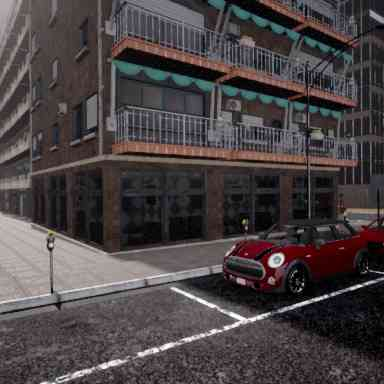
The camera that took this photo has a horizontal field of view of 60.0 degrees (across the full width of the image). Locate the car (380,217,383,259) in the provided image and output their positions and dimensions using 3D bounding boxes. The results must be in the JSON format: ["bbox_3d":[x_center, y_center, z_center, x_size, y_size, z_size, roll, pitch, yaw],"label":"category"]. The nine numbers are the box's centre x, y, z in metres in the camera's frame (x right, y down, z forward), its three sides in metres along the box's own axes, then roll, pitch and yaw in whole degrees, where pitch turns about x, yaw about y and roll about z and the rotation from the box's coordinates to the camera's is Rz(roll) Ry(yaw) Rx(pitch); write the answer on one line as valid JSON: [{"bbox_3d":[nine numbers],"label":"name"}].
[{"bbox_3d":[7.198,1.543,11.687,4.507,1.381,1.887,0,-1,-35],"label":"car"}]

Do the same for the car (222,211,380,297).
[{"bbox_3d":[2.697,1.439,8.485,4.097,1.590,1.967,0,-1,-35],"label":"car"}]

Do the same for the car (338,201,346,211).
[{"bbox_3d":[16.482,1.745,40.570,1.967,1.590,4.097,-2,0,-36],"label":"car"}]
